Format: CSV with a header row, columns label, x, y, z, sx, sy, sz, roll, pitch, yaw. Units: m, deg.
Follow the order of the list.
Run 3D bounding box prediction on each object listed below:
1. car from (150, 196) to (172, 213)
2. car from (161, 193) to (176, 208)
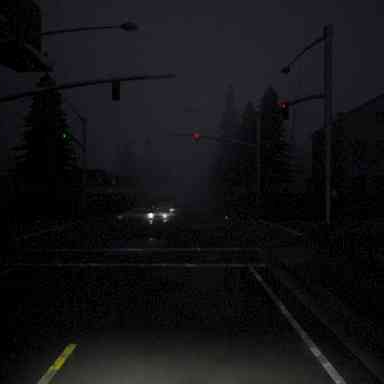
label,x,y,z,sx,sy,sz,roll,pitch,yaw
car,-3.600,1.490,37.429,1.837,1.490,4.892,0,0,0
car,-3.589,1.202,48.431,2.150,2.045,5.566,0,0,1
